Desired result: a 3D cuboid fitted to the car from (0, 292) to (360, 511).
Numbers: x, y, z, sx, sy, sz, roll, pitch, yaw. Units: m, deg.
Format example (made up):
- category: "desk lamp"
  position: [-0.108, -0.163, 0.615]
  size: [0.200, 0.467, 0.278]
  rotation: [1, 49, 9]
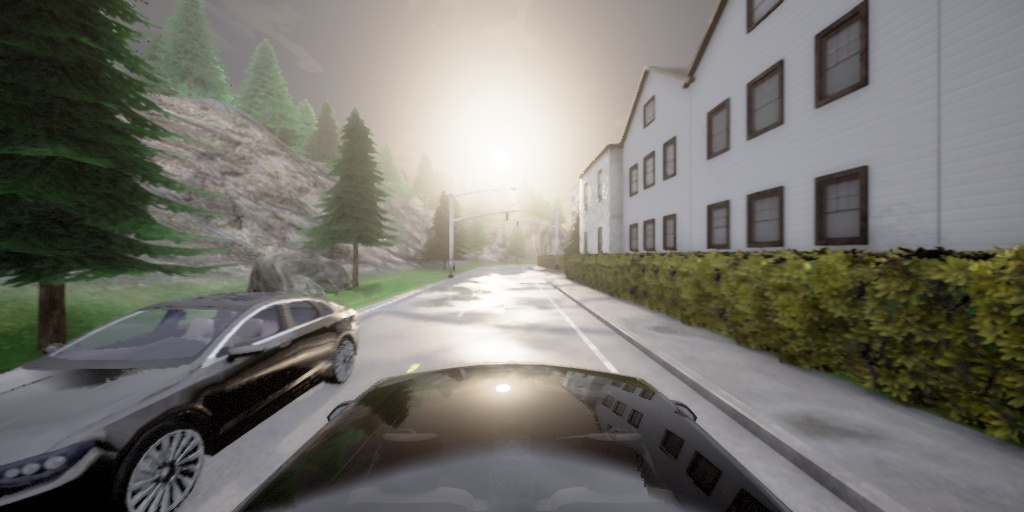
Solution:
- category: "car"
  position: [-3.500, 1.240, 4.195]
  size: [2.128, 1.511, 4.902]
  rotation: [0, 0, 0]
